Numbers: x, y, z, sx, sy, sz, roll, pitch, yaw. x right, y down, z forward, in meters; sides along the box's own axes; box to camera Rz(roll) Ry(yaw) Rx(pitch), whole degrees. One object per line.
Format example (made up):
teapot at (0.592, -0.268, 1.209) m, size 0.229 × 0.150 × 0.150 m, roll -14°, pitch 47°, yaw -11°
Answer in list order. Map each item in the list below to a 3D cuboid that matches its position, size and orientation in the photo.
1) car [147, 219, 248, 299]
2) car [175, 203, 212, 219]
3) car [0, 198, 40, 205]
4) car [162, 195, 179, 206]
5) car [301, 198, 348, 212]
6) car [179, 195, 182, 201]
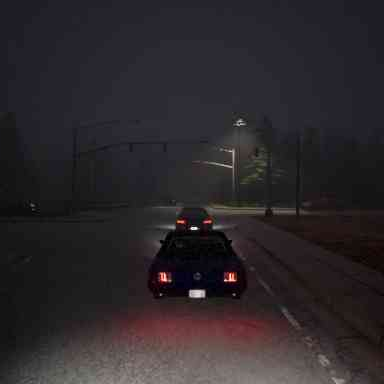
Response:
car at (0.101, 1.596, 8.384) m, size 1.895 × 1.301 × 4.718 m, roll 0°, pitch 0°, yaw 0°
car at (0.104, 1.511, 17.439) m, size 1.812 × 1.442 × 4.674 m, roll 0°, pitch 0°, yaw 0°
car at (-18.335, 1.366, 35.076) m, size 4.553 × 1.767 × 2.097 m, roll 0°, pitch 0°, yaw 1°
car at (-3.580, 1.318, 52.909) m, size 2.097 × 1.767 × 4.553 m, roll 0°, pitch 0°, yaw 0°
car at (15.158, 1.473, 38.165) m, size 5.008 × 1.535 × 1.882 m, roll -1°, pitch 0°, yaw 1°
car at (-3.528, 1.522, 64.183) m, size 1.994 × 1.385 × 4.181 m, roll 0°, pitch 0°, yaw 1°
